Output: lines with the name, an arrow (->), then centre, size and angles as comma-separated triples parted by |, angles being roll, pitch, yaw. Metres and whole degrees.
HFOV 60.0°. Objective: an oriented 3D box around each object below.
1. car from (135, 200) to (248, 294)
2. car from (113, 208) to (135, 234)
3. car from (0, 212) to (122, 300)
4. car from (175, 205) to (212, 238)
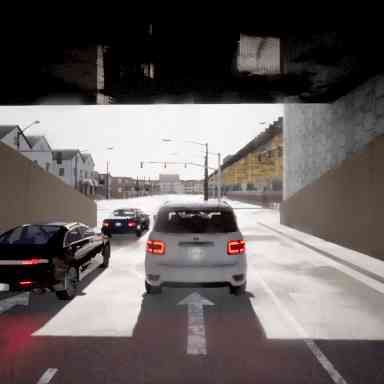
car -> 0.085, 1.221, 8.905 | 2.150, 2.045, 5.566 | 0, 0, 0
car -> -3.417, 1.547, 17.931 | 2.033, 1.411, 5.357 | 0, 0, 0
car -> -3.420, 1.491, 8.382 | 2.128, 1.511, 4.902 | 0, 0, 0
car -> 0.063, 1.526, 18.469 | 1.812, 1.442, 4.674 | 0, 0, 0
